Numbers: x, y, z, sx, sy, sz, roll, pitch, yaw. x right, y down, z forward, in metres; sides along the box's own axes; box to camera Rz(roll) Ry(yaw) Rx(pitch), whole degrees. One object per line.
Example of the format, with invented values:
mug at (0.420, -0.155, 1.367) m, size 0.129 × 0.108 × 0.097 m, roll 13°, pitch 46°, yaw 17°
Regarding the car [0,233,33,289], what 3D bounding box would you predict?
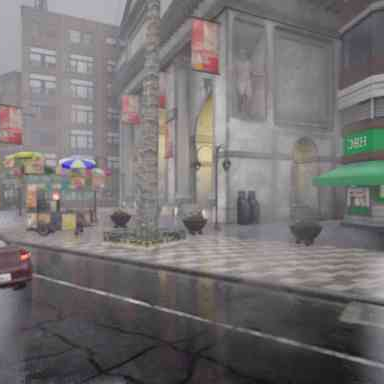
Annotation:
car at (-5.580, 1.527, 7.849) m, size 4.674 × 1.442 × 1.812 m, roll 0°, pitch 0°, yaw 35°
